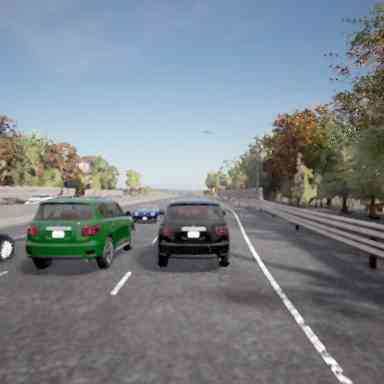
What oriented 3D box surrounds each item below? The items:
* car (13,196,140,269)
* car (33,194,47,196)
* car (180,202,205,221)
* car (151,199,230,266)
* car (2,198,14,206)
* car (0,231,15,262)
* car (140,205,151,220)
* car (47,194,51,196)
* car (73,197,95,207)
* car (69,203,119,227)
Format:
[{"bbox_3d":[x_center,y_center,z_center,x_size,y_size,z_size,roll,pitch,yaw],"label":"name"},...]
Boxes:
[{"bbox_3d":[-3.448,1.237,11.393,2.150,2.045,5.566,0,-1,1],"label":"car"},{"bbox_3d":[-24.553,1.347,53.630,2.150,2.045,5.566,0,0,1],"label":"car"},{"bbox_3d":[0.071,1.622,28.721,1.994,1.385,4.181,0,0,0],"label":"car"},{"bbox_3d":[0.063,1.245,11.782,2.150,2.045,5.566,0,0,0],"label":"car"},{"bbox_3d":[-28.056,1.687,52.514,1.994,1.385,4.181,0,0,0],"label":"car"},{"bbox_3d":[-6.954,1.522,9.366,1.837,1.490,4.892,0,0,0],"label":"car"},{"bbox_3d":[-3.441,1.654,26.579,1.895,1.301,4.718,0,0,0],"label":"car"},{"bbox_3d":[-21.059,1.480,53.779,2.097,1.767,4.553,0,0,0],"label":"car"},{"bbox_3d":[-17.561,1.607,54.140,1.882,1.535,5.008,0,0,0],"label":"car"},{"bbox_3d":[-6.958,1.595,24.332,2.033,1.411,5.357,0,0,0],"label":"car"}]
